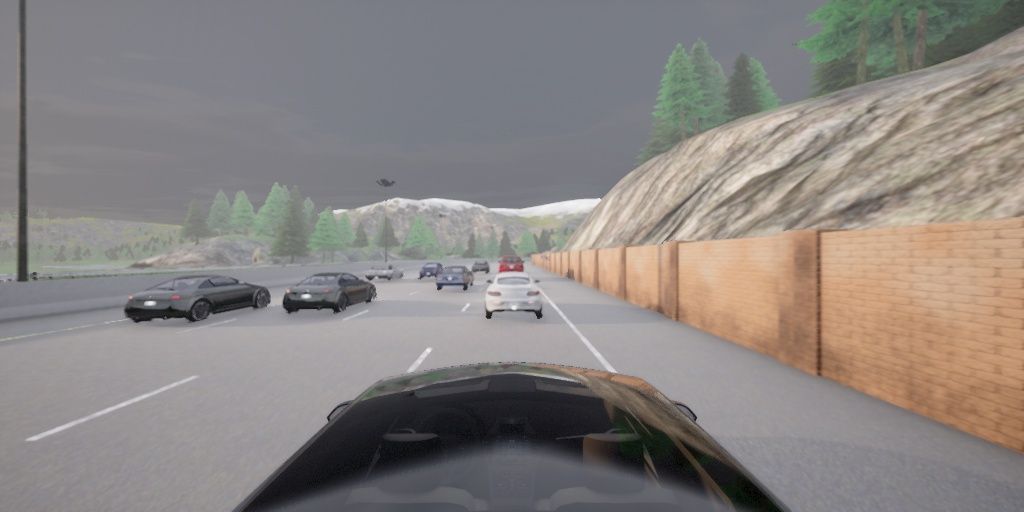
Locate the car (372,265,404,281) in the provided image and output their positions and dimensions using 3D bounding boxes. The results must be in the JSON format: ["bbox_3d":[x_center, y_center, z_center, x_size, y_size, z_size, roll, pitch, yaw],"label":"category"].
[{"bbox_3d":[-10.533,1.384,30.042,1.895,1.301,4.718,0,0,0],"label":"car"}]

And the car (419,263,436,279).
[{"bbox_3d":[-7.045,1.303,32.355,1.812,1.442,4.674,0,0,0],"label":"car"}]

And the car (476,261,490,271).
[{"bbox_3d":[-3.596,1.268,42.380,2.128,1.511,4.902,0,0,0],"label":"car"}]

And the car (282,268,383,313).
[{"bbox_3d":[-6.955,1.332,14.114,1.994,1.385,4.181,0,0,0],"label":"car"}]

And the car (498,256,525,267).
[{"bbox_3d":[-0.043,0.986,31.839,2.150,2.045,5.566,0,0,0],"label":"car"}]

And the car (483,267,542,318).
[{"bbox_3d":[0.051,1.281,12.940,1.812,1.442,4.674,0,0,0],"label":"car"}]

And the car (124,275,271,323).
[{"bbox_3d":[-10.445,1.338,12.352,1.994,1.385,4.181,0,0,0],"label":"car"}]

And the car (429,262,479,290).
[{"bbox_3d":[-3.499,1.314,22.696,2.033,1.411,5.357,0,0,0],"label":"car"}]
